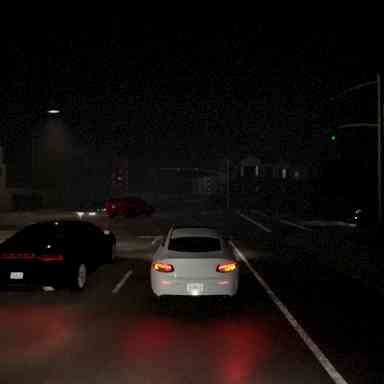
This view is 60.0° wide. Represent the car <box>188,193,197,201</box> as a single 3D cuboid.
[{"bbox_3d":[0.022,1.417,89.352,2.150,2.045,5.566,0,-1,0],"label":"car"}]

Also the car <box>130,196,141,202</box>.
[{"bbox_3d":[-13.980,1.777,82.641,1.895,1.301,4.718,0,0,0],"label":"car"}]

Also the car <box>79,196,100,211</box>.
[{"bbox_3d":[-14.085,1.606,46.906,2.150,2.045,5.566,0,-1,0],"label":"car"}]

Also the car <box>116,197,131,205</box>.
[{"bbox_3d":[-13.983,1.890,68.157,2.033,1.411,5.357,0,1,0],"label":"car"}]

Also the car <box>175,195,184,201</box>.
[{"bbox_3d":[-3.478,1.716,89.317,2.128,1.511,4.902,0,-1,0],"label":"car"}]

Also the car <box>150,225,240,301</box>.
[{"bbox_3d":[0.069,1.540,8.224,1.812,1.442,4.674,0,0,0],"label":"car"}]

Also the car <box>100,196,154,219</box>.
[{"bbox_3d":[-5.837,1.450,32.069,2.150,2.045,5.566,0,-1,26],"label":"car"}]

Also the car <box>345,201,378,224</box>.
[{"bbox_3d":[14.255,1.491,25.542,4.553,1.767,2.097,0,-1,0],"label":"car"}]

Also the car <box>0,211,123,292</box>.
[{"bbox_3d":[-3.427,1.498,9.011,1.882,1.535,5.008,0,0,0],"label":"car"}]

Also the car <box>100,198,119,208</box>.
[{"bbox_3d":[-14.068,1.921,56.958,2.128,1.511,4.902,0,0,0],"label":"car"}]
